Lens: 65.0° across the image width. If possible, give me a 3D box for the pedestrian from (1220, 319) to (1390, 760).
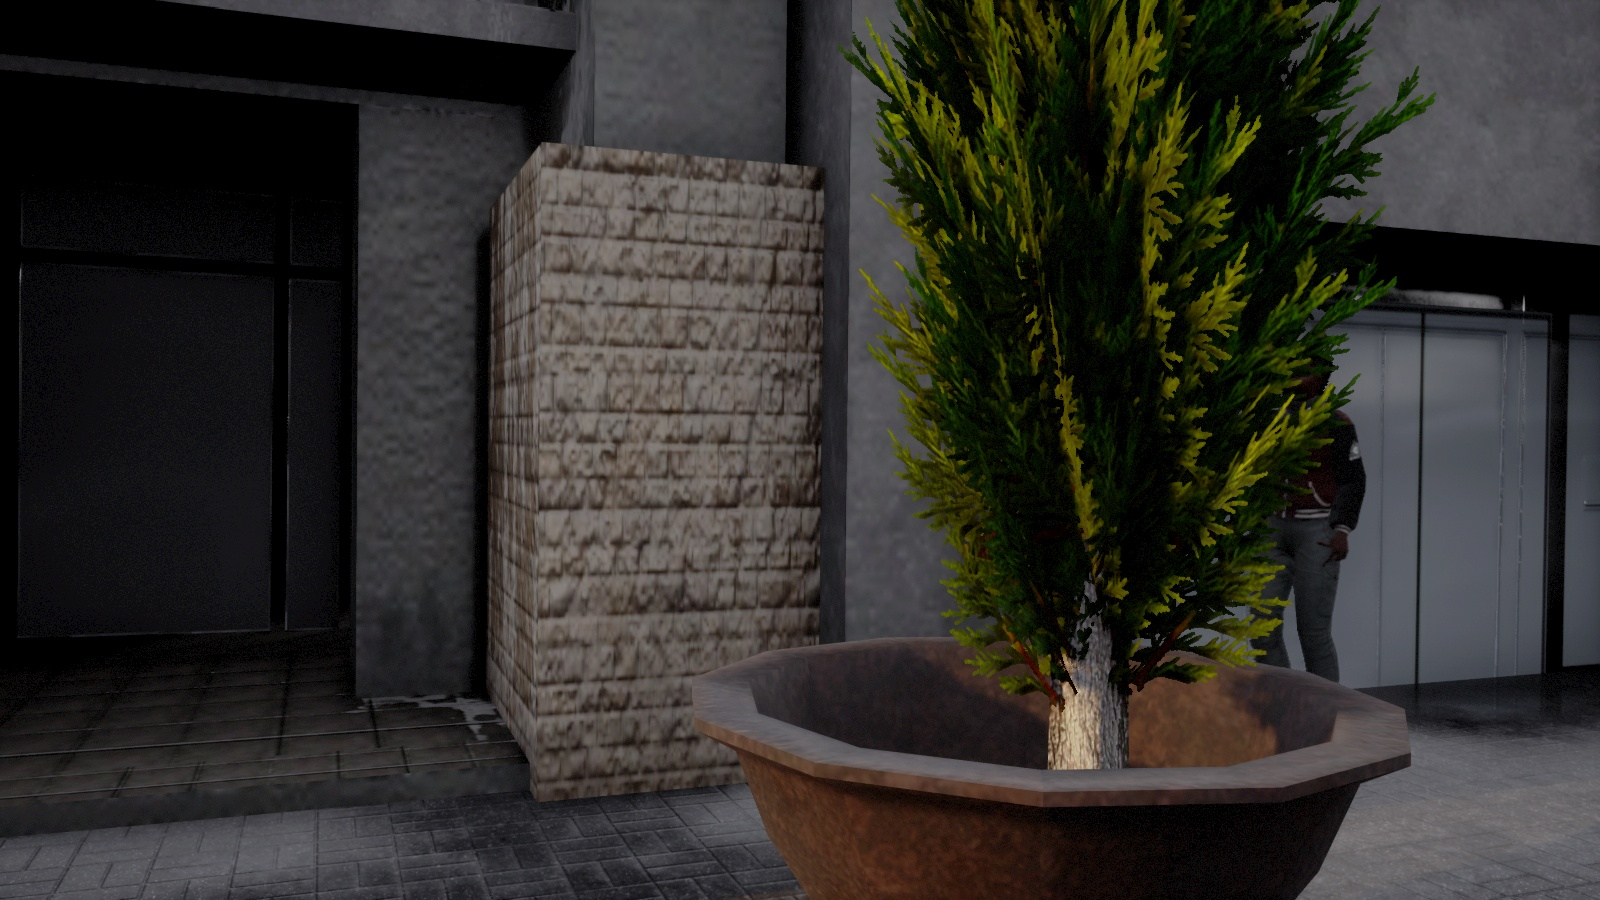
[{"bbox_3d":[2.348,0.387,5.839,0.666,1.930,0.402,-1,1,-30],"label":"pedestrian"}]
